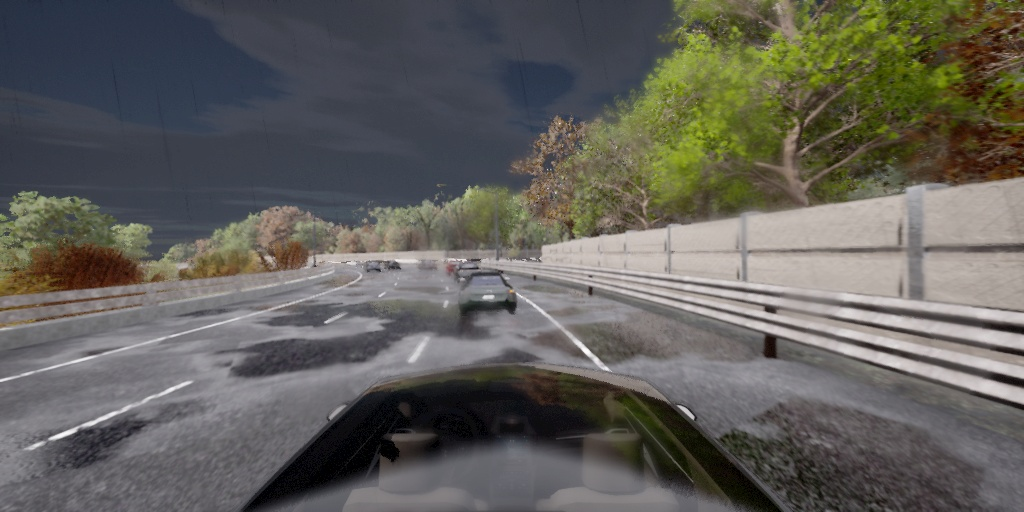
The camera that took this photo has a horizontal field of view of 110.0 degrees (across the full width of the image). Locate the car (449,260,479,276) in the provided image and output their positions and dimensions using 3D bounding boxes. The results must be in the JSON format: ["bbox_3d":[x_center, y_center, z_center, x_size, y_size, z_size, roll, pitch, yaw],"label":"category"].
[{"bbox_3d":[-3.363,1.228,26.963,2.128,1.511,4.902,-1,0,-12],"label":"car"}]

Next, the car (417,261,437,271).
[{"bbox_3d":[-11.924,1.363,50.382,2.033,1.411,5.357,-1,0,-26],"label":"car"}]

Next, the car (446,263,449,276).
[{"bbox_3d":[-5.991,1.223,38.335,1.882,1.535,5.008,-1,0,-13],"label":"car"}]

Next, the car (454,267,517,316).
[{"bbox_3d":[-0.999,1.305,13.606,1.994,1.385,4.181,-1,0,-7],"label":"car"}]

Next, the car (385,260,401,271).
[{"bbox_3d":[-18.326,1.430,54.792,1.837,1.490,4.892,-1,0,-30],"label":"car"}]

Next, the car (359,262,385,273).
[{"bbox_3d":[-19.414,1.514,49.681,2.033,1.411,5.357,-1,0,-28],"label":"car"}]
